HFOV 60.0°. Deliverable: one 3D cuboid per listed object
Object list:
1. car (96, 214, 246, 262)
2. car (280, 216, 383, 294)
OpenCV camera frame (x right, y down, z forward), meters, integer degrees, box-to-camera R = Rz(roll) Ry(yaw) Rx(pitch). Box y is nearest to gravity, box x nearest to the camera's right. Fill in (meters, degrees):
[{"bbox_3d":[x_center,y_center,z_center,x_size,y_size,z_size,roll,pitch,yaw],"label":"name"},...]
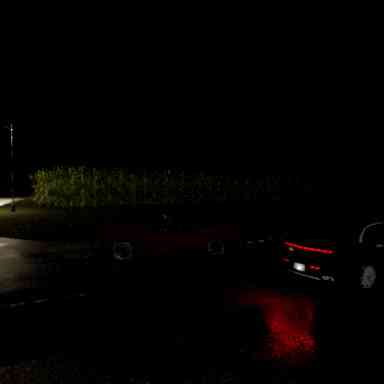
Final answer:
[{"bbox_3d":[-0.748,1.411,11.081,4.718,1.301,1.895,0,1,-14],"label":"car"},{"bbox_3d":[4.469,1.370,8.414,4.892,1.490,1.837,0,1,-28],"label":"car"}]
